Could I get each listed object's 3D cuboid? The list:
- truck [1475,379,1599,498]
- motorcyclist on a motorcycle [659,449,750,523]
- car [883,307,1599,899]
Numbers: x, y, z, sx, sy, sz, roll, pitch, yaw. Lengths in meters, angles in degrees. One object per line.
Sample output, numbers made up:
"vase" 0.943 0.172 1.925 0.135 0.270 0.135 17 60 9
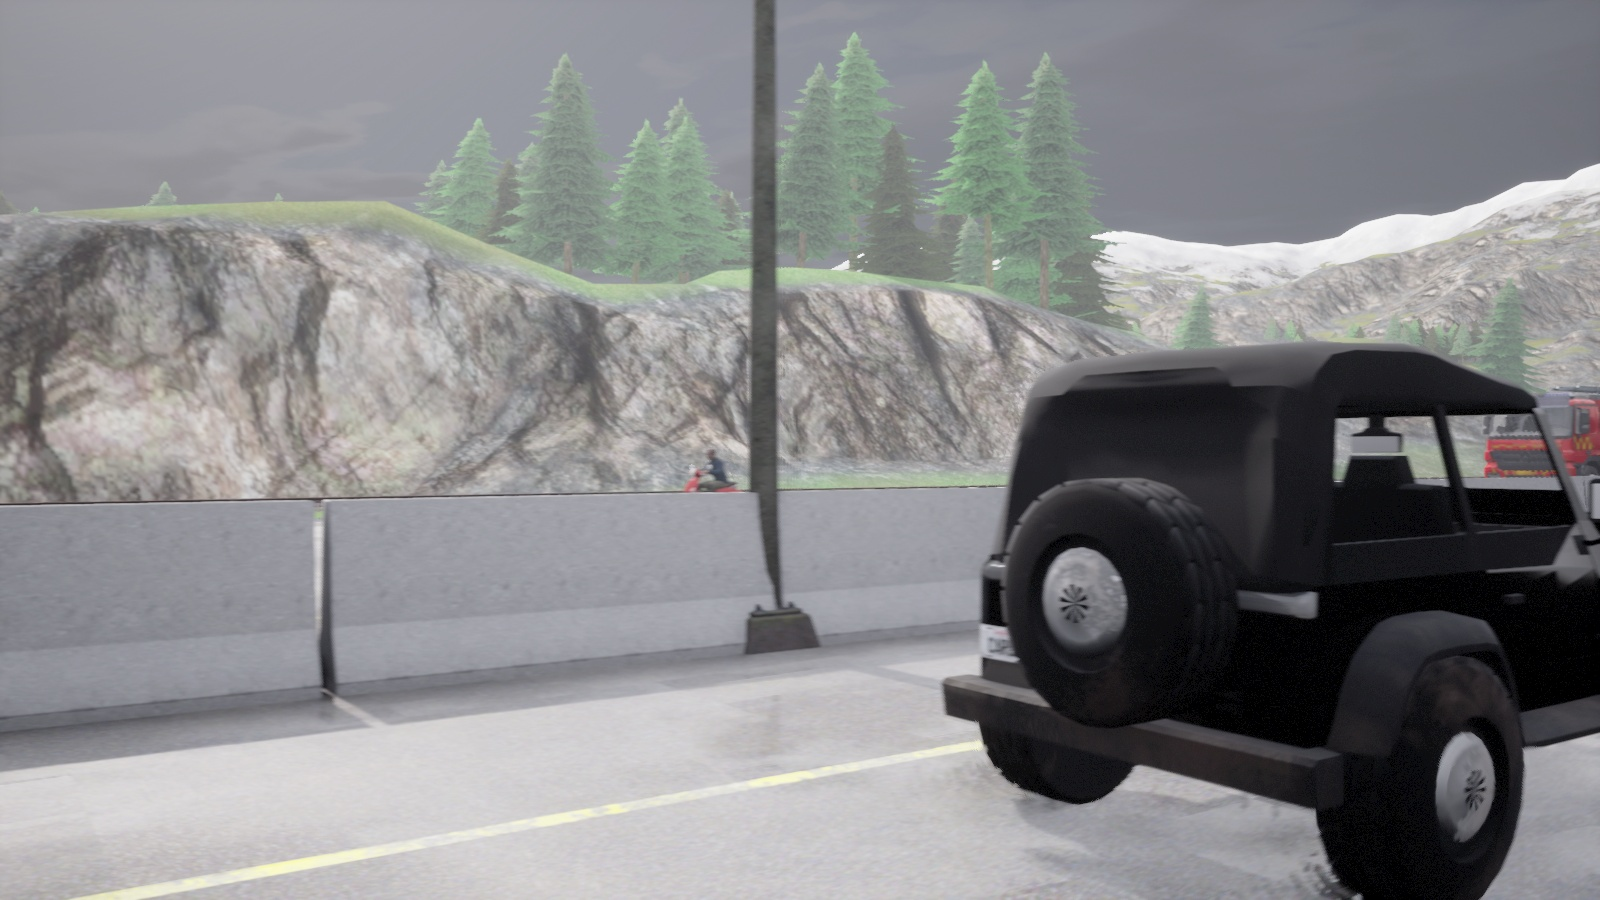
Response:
"truck" 27.274 -0.370 43.970 8.468 3.827 2.891 0 0 -35
"motorcyclist on a motorcycle" -2.113 0.771 27.774 1.817 1.590 0.866 0 0 -35
"car" 2.464 0.548 5.374 3.866 1.878 1.905 0 0 -35
